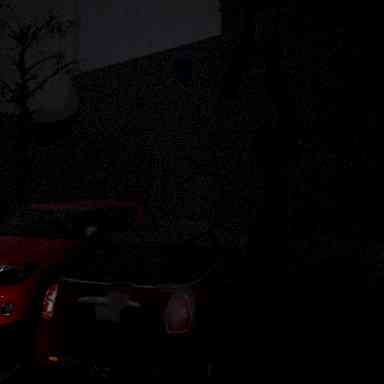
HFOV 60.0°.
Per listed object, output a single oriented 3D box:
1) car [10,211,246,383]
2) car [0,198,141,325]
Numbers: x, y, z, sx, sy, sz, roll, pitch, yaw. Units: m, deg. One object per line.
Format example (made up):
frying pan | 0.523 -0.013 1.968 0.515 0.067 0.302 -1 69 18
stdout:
car | -0.340 1.351 5.616 2.185 1.767 4.553 0 -1 15
car | -2.777 1.221 7.360 2.435 2.045 5.566 1 -1 15
